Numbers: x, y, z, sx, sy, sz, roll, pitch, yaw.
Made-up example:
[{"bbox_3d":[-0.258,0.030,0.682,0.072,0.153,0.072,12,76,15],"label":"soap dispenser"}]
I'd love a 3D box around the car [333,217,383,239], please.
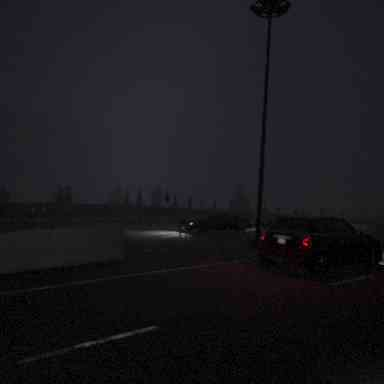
[{"bbox_3d":[13.422,2.878,26.457,4.674,1.442,1.812,6,-3,-35],"label":"car"}]

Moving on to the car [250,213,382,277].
[{"bbox_3d":[4.409,1.578,11.190,4.553,1.767,2.097,3,-2,-35],"label":"car"}]

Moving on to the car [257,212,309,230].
[{"bbox_3d":[8.732,2.785,31.710,4.902,1.511,2.128,6,-3,-35],"label":"car"}]

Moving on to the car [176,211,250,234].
[{"bbox_3d":[1.627,1.995,22.349,5.357,1.411,2.033,4,-3,-35],"label":"car"}]
